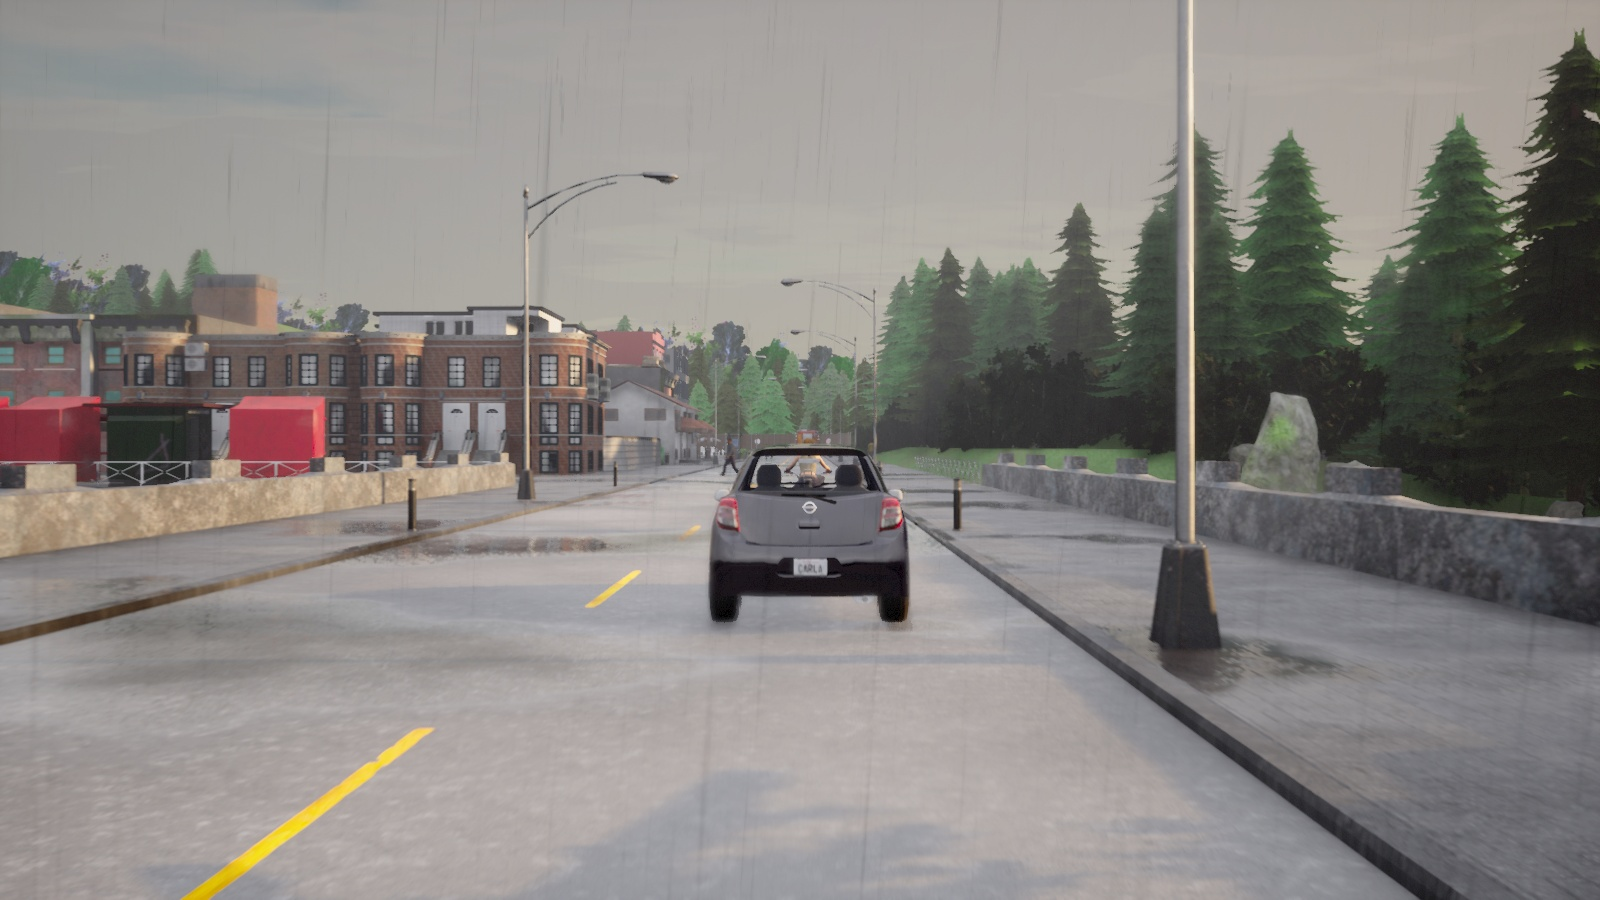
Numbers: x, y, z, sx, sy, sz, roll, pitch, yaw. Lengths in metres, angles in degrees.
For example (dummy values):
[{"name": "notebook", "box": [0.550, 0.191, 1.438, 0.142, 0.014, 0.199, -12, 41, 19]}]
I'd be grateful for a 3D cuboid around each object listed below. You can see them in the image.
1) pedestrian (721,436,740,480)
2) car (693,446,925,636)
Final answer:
[{"name": "pedestrian", "box": [-3.100, 0.333, 55.771, 0.788, 1.949, 0.423, 0, 0, -8]}, {"name": "car", "box": [0.083, 0.717, 11.816, 1.845, 1.501, 3.633, 0, 0, 0]}]
